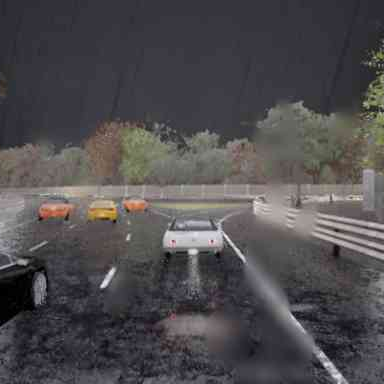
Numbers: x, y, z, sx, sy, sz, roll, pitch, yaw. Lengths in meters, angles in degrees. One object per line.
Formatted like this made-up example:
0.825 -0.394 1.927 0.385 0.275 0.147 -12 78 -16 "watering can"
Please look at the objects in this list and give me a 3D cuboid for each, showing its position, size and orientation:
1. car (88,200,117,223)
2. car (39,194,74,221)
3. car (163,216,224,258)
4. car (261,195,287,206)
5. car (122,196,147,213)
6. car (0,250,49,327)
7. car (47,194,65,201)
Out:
-6.603 1.357 24.723 1.882 1.535 5.008 0 0 -13 "car"
-10.619 1.238 26.283 2.097 1.767 4.553 0 0 -14 "car"
0.028 1.527 12.414 1.895 1.301 4.718 0 0 0 "car"
11.430 1.174 45.899 2.128 1.511 4.902 0 0 42 "car"
-6.155 1.167 35.258 2.097 1.767 4.553 0 0 -18 "car"
-3.683 1.477 4.732 2.128 1.511 4.902 0 0 -3 "car"
-31.863 1.190 77.965 4.902 1.511 2.128 0 0 44 "car"
